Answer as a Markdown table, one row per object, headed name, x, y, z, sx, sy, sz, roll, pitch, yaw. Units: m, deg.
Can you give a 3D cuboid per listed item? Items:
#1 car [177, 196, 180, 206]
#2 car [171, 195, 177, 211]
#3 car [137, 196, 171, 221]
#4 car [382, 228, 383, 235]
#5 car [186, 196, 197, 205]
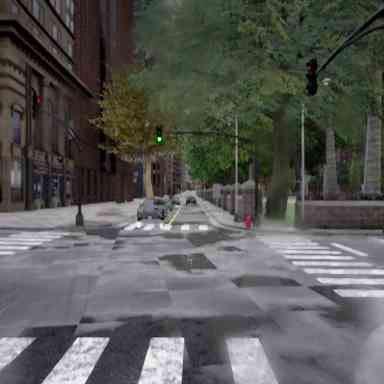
| name | x | y | z | sx | sy | sz | roll | pitch | yaw |
| --- | --- | --- | --- | --- | --- | --- | --- | --- | --- |
| car | -3.183 | 1.369 | 56.045 | 2.097 | 1.767 | 4.553 | 0 | 0 | 0 |
| car | -3.183 | 1.486 | 38.695 | 2.128 | 1.511 | 4.902 | 0 | 0 | 0 |
| car | -3.162 | 1.338 | 27.233 | 2.097 | 1.767 | 4.553 | 0 | 0 | 0 |
| car | 11.858 | 1.808 | 16.662 | 4.206 | 1.307 | 1.802 | 1 | -1 | 0 |
| car | -0.148 | 1.528 | 58.108 | 1.837 | 1.490 | 4.892 | 0 | 0 | 0 |
